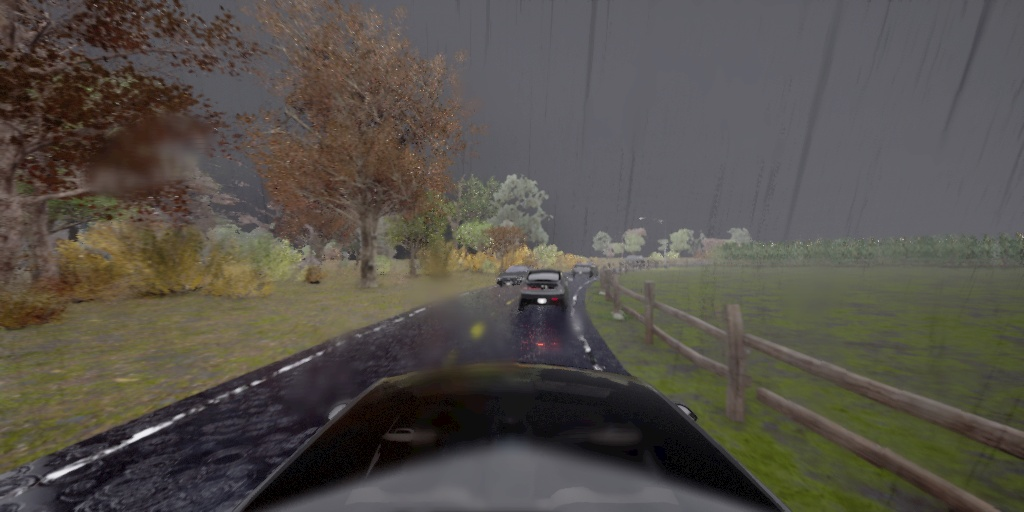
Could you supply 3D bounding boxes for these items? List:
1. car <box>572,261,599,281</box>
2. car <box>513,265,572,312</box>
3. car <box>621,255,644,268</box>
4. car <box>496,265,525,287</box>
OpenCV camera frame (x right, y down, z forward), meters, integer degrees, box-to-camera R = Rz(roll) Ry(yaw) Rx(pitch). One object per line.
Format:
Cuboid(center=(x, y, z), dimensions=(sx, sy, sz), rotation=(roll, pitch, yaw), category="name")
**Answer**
Cuboid(center=(6.938, 1.245, 33.608), dimensions=(2.128, 1.511, 4.902), rotation=(0, 0, 23), category="car")
Cuboid(center=(1.408, 1.293, 14.677), dimensions=(1.837, 1.490, 4.892), rotation=(0, 0, 9), category="car")
Cuboid(center=(20.234, 0.878, 59.904), dimensions=(2.150, 2.045, 5.566), rotation=(0, 0, 41), category="car")
Cuboid(center=(0.533, 1.324, 24.443), dimensions=(2.033, 1.411, 5.357), rotation=(0, 0, 16), category="car")
